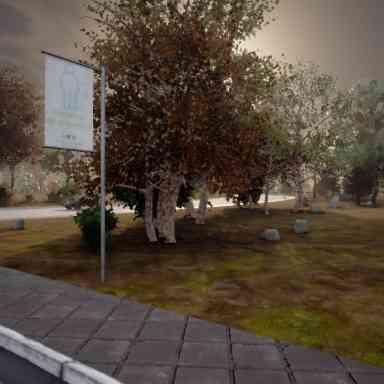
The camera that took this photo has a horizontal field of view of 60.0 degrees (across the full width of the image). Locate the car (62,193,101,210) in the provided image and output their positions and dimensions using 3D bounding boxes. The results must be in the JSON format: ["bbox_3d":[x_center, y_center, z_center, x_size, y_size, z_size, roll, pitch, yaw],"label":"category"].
[{"bbox_3d":[-13.978,1.202,43.253,2.150,2.045,5.566,0,0,38],"label":"car"}]
